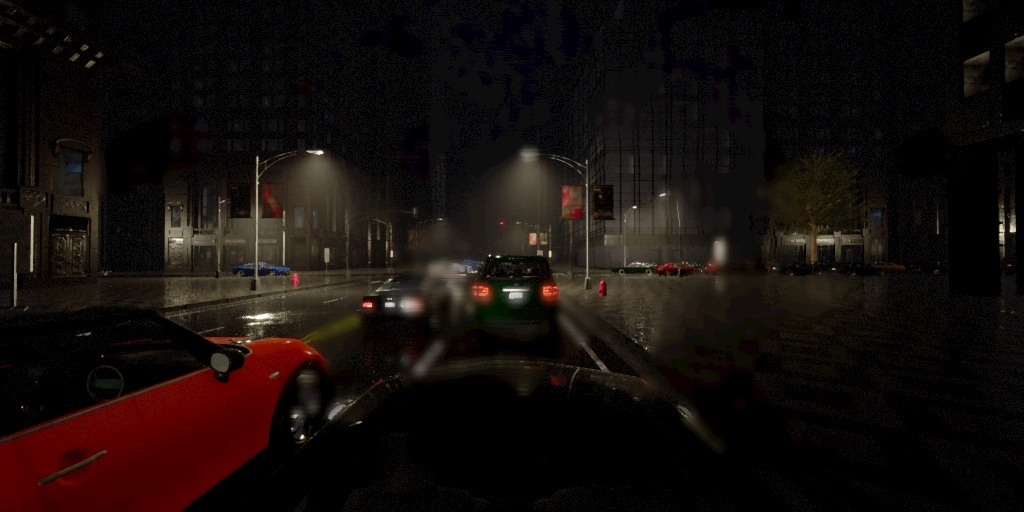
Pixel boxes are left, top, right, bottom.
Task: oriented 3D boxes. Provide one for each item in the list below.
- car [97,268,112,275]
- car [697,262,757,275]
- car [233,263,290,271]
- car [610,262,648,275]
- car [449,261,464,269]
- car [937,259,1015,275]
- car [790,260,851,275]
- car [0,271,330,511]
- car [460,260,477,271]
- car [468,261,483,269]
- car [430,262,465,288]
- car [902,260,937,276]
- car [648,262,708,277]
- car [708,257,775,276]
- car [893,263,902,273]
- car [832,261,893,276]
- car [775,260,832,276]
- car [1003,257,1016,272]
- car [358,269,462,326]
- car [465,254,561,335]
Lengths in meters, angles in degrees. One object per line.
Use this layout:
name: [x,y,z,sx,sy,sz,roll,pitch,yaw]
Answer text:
car: [-42.547,1.544,35.480,4.674,1.442,1.812,0,-1,0]
car: [23.464,1.335,39.222,5.357,1.411,2.033,0,-1,-1]
car: [-24.663,1.414,35.430,5.008,1.535,1.882,0,-1,0]
car: [13.214,1.422,39.075,4.718,1.301,1.895,0,-1,0]
car: [-9.711,1.571,63.178,1.812,1.442,4.674,0,0,1]
car: [43.559,1.214,33.720,4.507,1.381,1.888,0,0,-1]
car: [33.766,1.251,39.348,4.902,1.511,2.128,0,-1,-1]
car: [-3.147,1.102,2.303,2.097,1.767,4.553,0,0,0]
car: [-6.500,1.457,53.871,1.882,1.535,5.008,0,0,0]
car: [-6.451,1.599,64.033,2.033,1.411,5.357,0,0,1]
car: [-3.121,1.280,21.451,2.128,1.511,4.902,0,0,0]
car: [43.206,1.203,36.290,4.892,1.490,1.837,0,-1,-1]
car: [15.370,1.327,33.330,4.207,1.307,1.802,0,0,-1]
car: [21.008,1.041,33.408,5.009,1.841,2.192,0,0,-1]
car: [43.278,1.296,42.241,4.829,1.417,1.751,0,0,-1]
car: [32.283,1.260,33.563,4.313,1.339,1.948,0,0,-1]
car: [26.646,1.276,33.485,4.313,1.339,1.948,0,0,-1]
car: [49.198,0.973,33.797,5.009,1.841,2.192,0,0,-1]
car: [-3.120,1.307,11.714,2.033,1.411,5.357,0,0,0]
car: [0.115,0.979,10.630,2.150,2.045,5.566,0,0,0]
